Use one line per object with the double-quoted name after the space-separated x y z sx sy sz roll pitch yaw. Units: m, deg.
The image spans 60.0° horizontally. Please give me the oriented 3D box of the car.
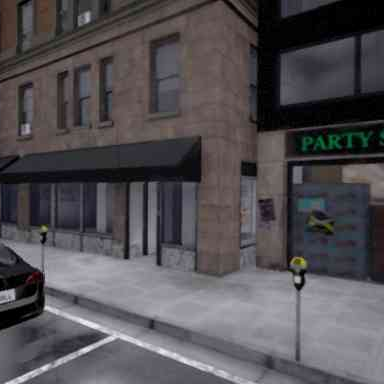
-4.352 1.502 5.912 4.313 1.339 1.947 1 0 35 "car"
